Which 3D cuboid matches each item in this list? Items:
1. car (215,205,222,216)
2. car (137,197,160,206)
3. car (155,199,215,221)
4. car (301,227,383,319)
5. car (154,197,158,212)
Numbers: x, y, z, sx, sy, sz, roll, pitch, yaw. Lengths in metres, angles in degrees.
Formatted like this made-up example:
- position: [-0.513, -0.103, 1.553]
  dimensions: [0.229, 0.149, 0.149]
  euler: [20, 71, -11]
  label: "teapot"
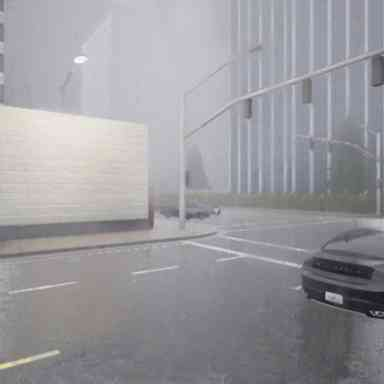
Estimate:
- position: [0.843, 1.549, 32.311]
  dimensions: [2.128, 1.511, 4.902]
  euler: [0, 0, -36]
  label: "car"
- position: [-7.357, 1.564, 56.127]
  dimensions: [1.837, 1.490, 4.892]
  euler: [0, 0, -35]
  label: "car"
- position: [-0.721, 1.605, 28.480]
  dimensions: [2.033, 1.411, 5.357]
  euler: [0, 0, -36]
  label: "car"
- position: [4.268, 1.505, 6.985]
  dimensions: [4.892, 1.490, 1.837]
  euler: [0, 0, -38]
  label: "car"
- position: [-4.629, 1.563, 39.975]
  dimensions: [1.837, 1.490, 4.892]
  euler: [0, 0, -35]
  label: "car"
